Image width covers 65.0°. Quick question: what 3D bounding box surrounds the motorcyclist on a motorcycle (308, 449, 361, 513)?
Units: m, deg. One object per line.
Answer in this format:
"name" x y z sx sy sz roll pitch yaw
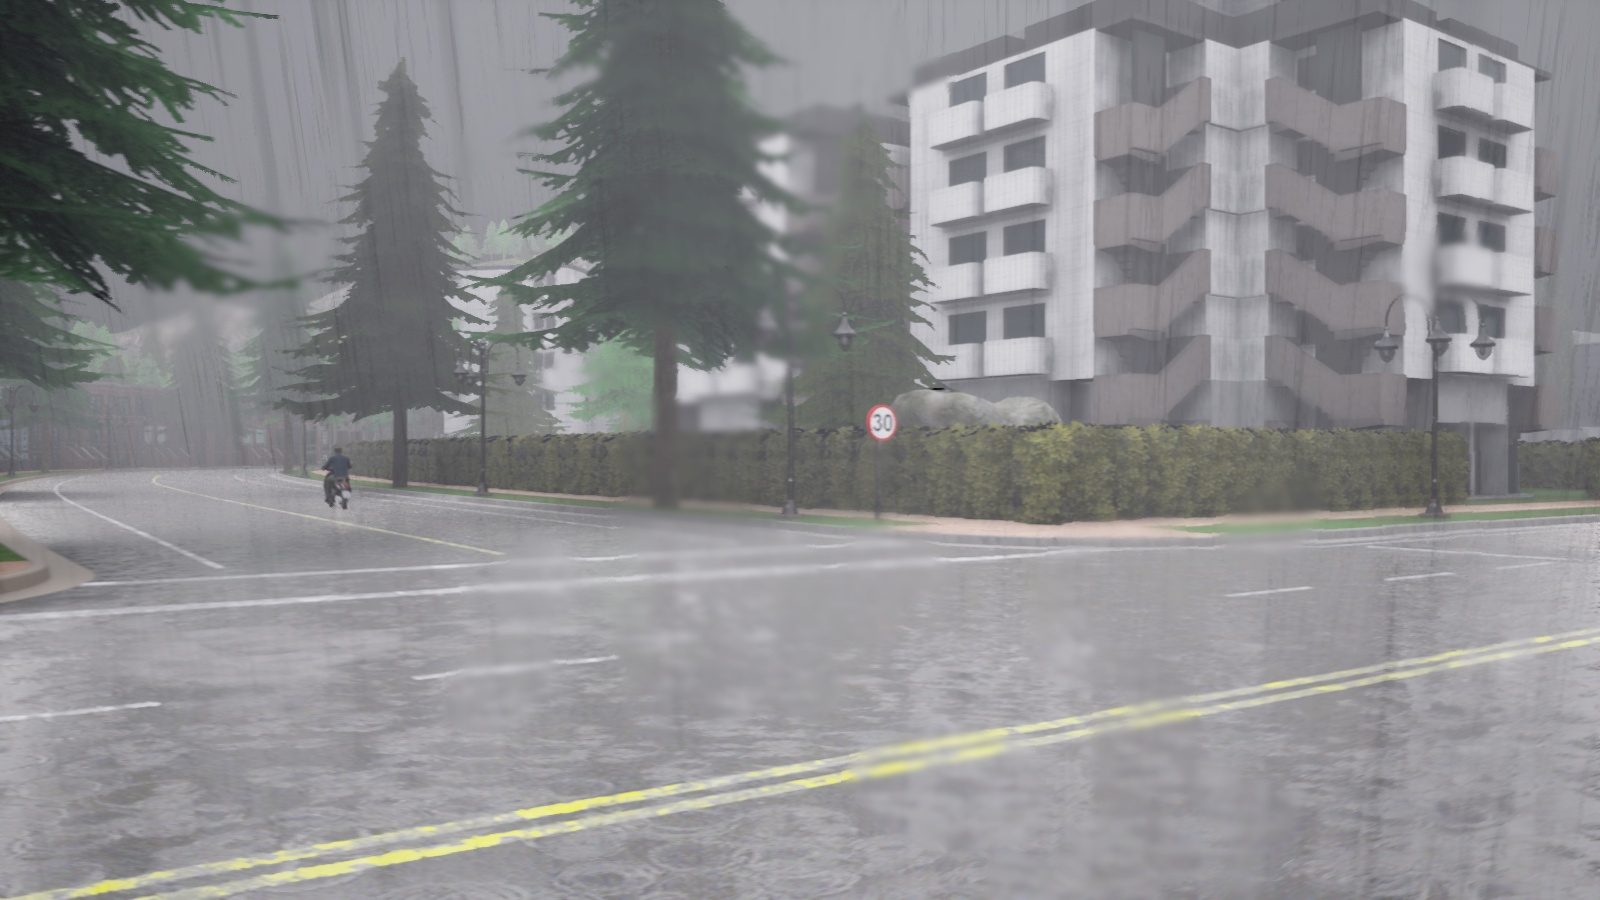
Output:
"motorcyclist on a motorcycle" -11.960 0.764 32.221 0.866 1.590 1.817 0 0 -34
